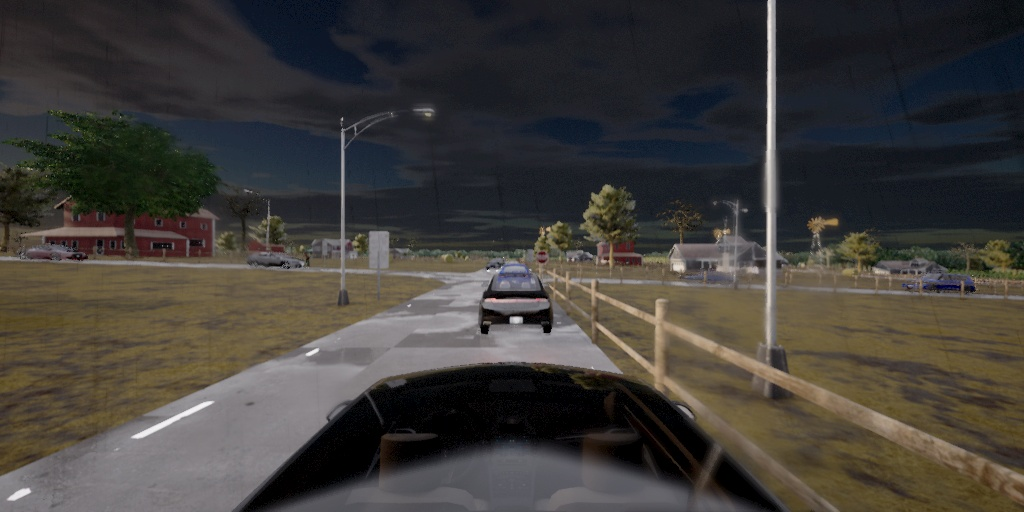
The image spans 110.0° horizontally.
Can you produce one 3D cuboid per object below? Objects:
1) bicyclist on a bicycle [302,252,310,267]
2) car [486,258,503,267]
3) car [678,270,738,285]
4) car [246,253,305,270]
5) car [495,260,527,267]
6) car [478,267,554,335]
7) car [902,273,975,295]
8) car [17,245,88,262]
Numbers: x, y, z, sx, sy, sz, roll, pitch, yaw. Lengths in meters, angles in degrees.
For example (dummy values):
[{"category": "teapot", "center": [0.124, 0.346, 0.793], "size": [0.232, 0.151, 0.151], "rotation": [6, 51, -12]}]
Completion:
[{"category": "bicyclist on a bicycle", "center": [-22.558, 0.412, 39.284], "size": [0.582, 1.620, 1.656], "rotation": [2, 0, 0]}, {"category": "car", "center": [-2.754, 1.341, 53.031], "size": [1.994, 1.385, 4.181], "rotation": [0, 0, 0]}, {"category": "car", "center": [19.774, 2.130, 36.231], "size": [5.357, 1.411, 2.033], "rotation": [2, 0, 0]}, {"category": "car", "center": [-21.879, 0.458, 33.297], "size": [4.902, 1.511, 2.128], "rotation": [2, 0, 0]}, {"category": "car", "center": [0.218, 1.227, 22.234], "size": [1.882, 1.535, 5.008], "rotation": [0, 0, 2]}, {"category": "car", "center": [0.102, 1.236, 10.539], "size": [2.128, 1.511, 4.902], "rotation": [0, 0, 0]}, {"category": "car", "center": [42.977, 2.764, 36.178], "size": [5.566, 2.045, 2.150], "rotation": [3, 0, 1]}, {"category": "car", "center": [-42.357, -0.210, 33.331], "size": [4.181, 1.385, 1.994], "rotation": [2, 0, 0]}]
